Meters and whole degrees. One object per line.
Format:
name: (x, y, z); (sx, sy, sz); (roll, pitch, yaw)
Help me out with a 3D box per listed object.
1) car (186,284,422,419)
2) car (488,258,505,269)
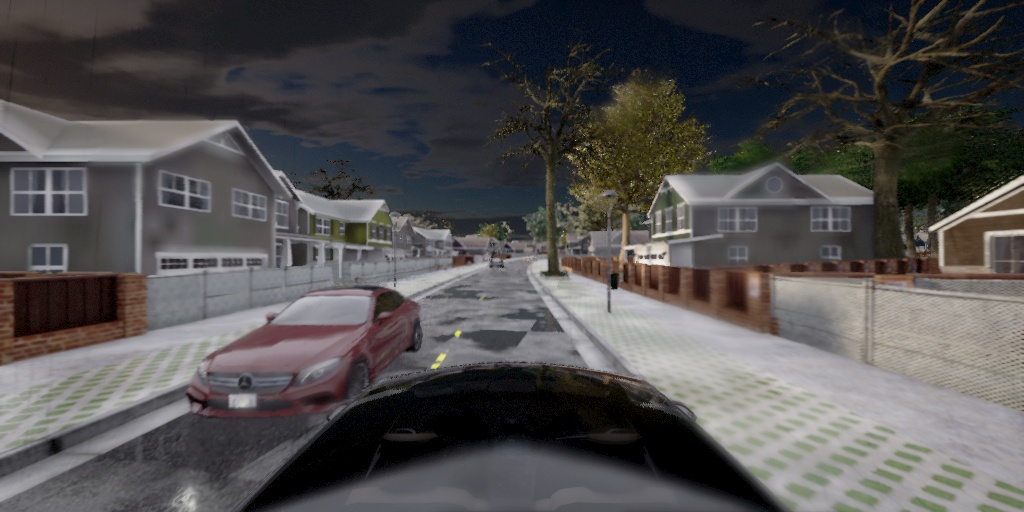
car: (-2.849, 1.262, 6.121); (1.812, 1.442, 4.674); (0, 0, 0)
car: (-2.087, 1.008, 49.624); (1.812, 1.442, 4.674); (0, 0, 3)
